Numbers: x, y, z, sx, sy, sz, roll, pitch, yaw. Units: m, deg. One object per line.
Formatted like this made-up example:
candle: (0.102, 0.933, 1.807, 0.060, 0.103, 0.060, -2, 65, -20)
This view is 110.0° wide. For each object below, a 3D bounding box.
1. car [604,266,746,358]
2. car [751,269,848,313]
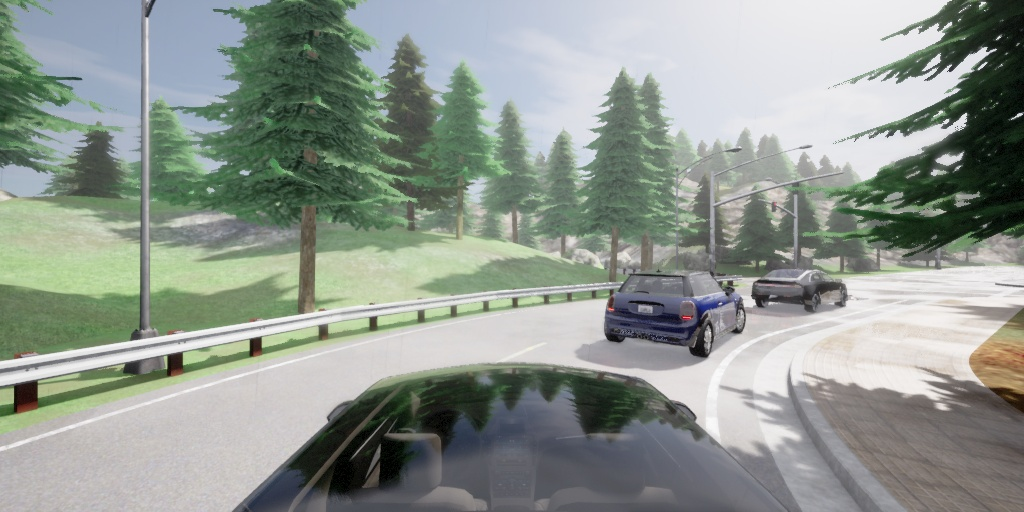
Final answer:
car: (4.176, 1.109, 8.893, 2.097, 1.767, 4.553, 0, 0, 43)
car: (11.363, 1.256, 14.096, 4.902, 1.511, 2.128, 0, 0, -32)
